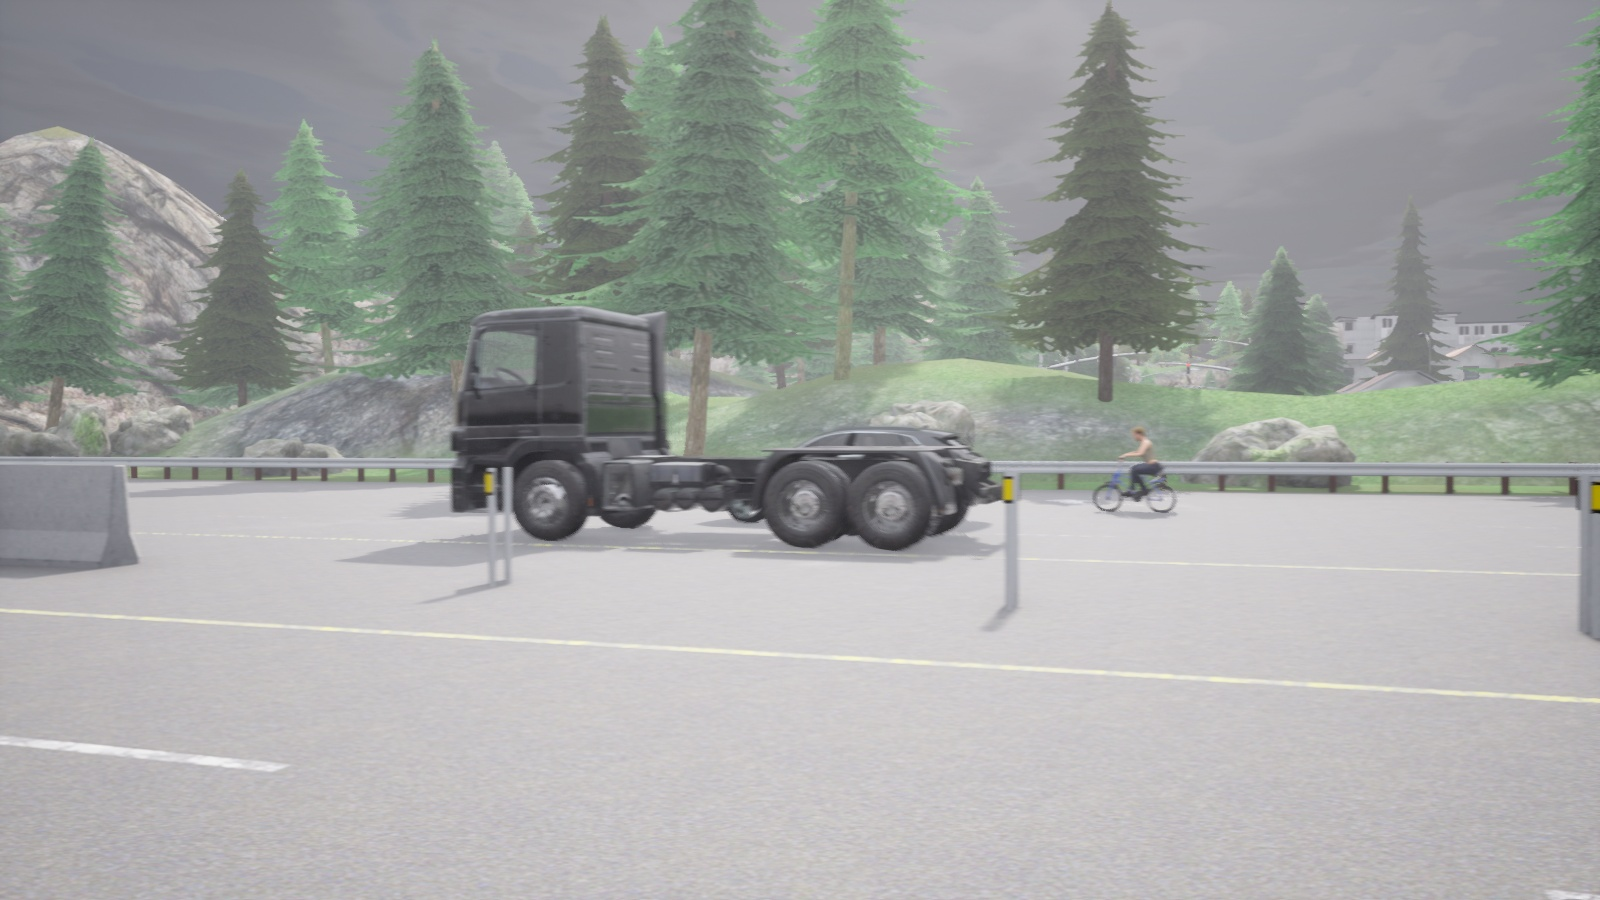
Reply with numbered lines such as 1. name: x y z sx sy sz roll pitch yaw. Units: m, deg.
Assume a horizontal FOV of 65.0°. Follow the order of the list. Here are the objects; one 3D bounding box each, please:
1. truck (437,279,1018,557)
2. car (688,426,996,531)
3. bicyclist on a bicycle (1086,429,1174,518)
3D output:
1. truck: -1.041 -0.453 18.297 7.936 3.462 2.891 1 1 19
2. car: 0.734 0.415 21.406 4.856 1.649 2.033 0 1 19
3. bicyclist on a bicycle: 6.116 0.413 23.284 1.509 1.612 0.866 1 1 19
